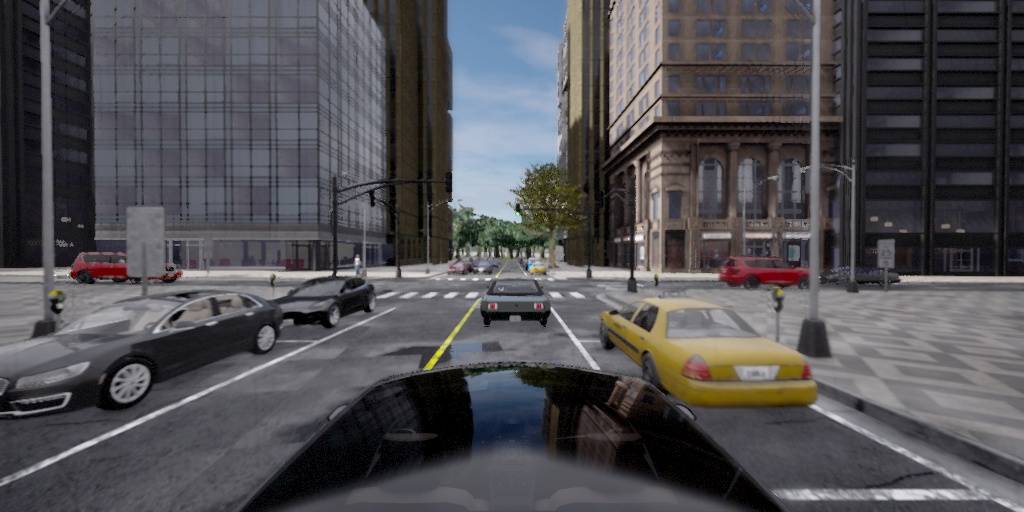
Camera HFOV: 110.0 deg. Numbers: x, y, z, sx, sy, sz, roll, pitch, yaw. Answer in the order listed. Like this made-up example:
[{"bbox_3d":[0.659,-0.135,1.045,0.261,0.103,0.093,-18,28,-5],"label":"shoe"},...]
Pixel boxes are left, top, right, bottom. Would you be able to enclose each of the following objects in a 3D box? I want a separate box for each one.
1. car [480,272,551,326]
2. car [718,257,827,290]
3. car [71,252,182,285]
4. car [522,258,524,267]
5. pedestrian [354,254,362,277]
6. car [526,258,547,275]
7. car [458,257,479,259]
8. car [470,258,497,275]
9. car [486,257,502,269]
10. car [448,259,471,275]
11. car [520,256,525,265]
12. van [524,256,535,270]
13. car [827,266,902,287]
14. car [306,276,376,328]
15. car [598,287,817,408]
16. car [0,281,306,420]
[{"bbox_3d":[0.096,1.355,11.671,1.895,1.301,4.718,0,0,0],"label":"car"},{"bbox_3d":[16.425,1.120,23.155,5.566,2.045,2.150,0,1,2],"label":"car"},{"bbox_3d":[-24.550,0.793,22.922,5.566,2.045,2.150,1,1,0],"label":"car"},{"bbox_3d":[2.760,1.296,49.719,1.948,1.339,4.313,0,0,0],"label":"car"},{"bbox_3d":[-12.524,0.753,29.179,0.375,1.860,0.375,0,0,0],"label":"pedestrian"},{"bbox_3d":[2.761,1.270,38.529,1.751,1.417,4.829,0,0,0],"label":"car"},{"bbox_3d":[-5.765,1.053,44.031,2.192,1.841,5.009,0,0,0],"label":"car"},{"bbox_3d":[-3.096,1.236,38.733,2.128,1.511,4.902,0,0,0],"label":"car"},{"bbox_3d":[-3.065,1.265,56.943,2.033,1.411,5.357,0,0,0],"label":"car"},{"bbox_3d":[-5.765,1.327,38.350,1.802,1.307,4.207,0,0,0],"label":"car"},{"bbox_3d":[2.760,1.234,61.248,1.751,1.417,4.829,0,0,0],"label":"car"},{"bbox_3d":[2.760,1.079,44.040,1.690,1.789,3.998,0,0,0],"label":"van"},{"bbox_3d":[25.053,1.466,26.222,5.357,1.411,2.033,0,1,0],"label":"car"},{"bbox_3d":[-5.764,1.320,11.379,1.948,1.339,4.313,0,0,0],"label":"car"},{"bbox_3d":[2.762,1.278,6.345,1.751,1.417,4.829,0,0,0],"label":"car"},{"bbox_3d":[-5.764,1.303,6.000,2.007,1.370,4.403,0,0,0],"label":"car"}]
